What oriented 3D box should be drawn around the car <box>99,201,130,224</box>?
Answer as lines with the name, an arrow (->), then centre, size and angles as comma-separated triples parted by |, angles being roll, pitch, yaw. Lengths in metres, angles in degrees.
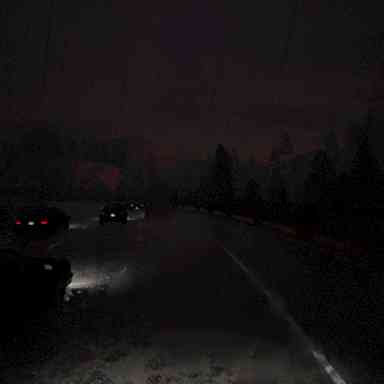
car -> -5.917, 1.589, 25.107 | 1.994, 1.385, 4.181 | 0, 0, -12

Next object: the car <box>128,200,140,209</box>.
car -> -7.444, 1.664, 42.209 | 1.895, 1.301, 4.718 | 0, 0, -21

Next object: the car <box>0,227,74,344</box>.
car -> -3.467, 1.548, 4.865 | 2.033, 1.411, 5.357 | 0, 0, -1

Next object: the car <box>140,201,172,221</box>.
car -> -2.810, 1.516, 27.210 | 2.128, 1.511, 4.902 | 0, 0, -12

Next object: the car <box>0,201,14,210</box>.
car -> -19.624, 1.633, 34.294 | 1.994, 1.385, 4.181 | 0, 0, -20

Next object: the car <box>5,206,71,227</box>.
car -> -8.177, 1.563, 18.548 | 2.033, 1.411, 5.357 | 0, 0, -9
